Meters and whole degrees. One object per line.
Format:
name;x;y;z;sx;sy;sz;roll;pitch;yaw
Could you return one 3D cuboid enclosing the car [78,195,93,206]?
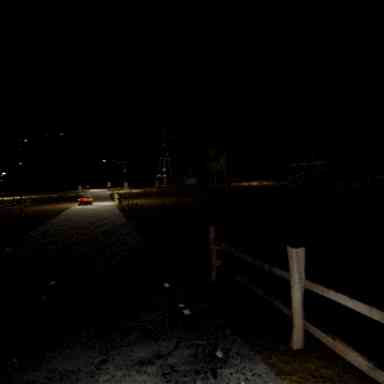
car;-17.410;1.311;54.359;2.097;1.767;4.553;-2;2;-15
